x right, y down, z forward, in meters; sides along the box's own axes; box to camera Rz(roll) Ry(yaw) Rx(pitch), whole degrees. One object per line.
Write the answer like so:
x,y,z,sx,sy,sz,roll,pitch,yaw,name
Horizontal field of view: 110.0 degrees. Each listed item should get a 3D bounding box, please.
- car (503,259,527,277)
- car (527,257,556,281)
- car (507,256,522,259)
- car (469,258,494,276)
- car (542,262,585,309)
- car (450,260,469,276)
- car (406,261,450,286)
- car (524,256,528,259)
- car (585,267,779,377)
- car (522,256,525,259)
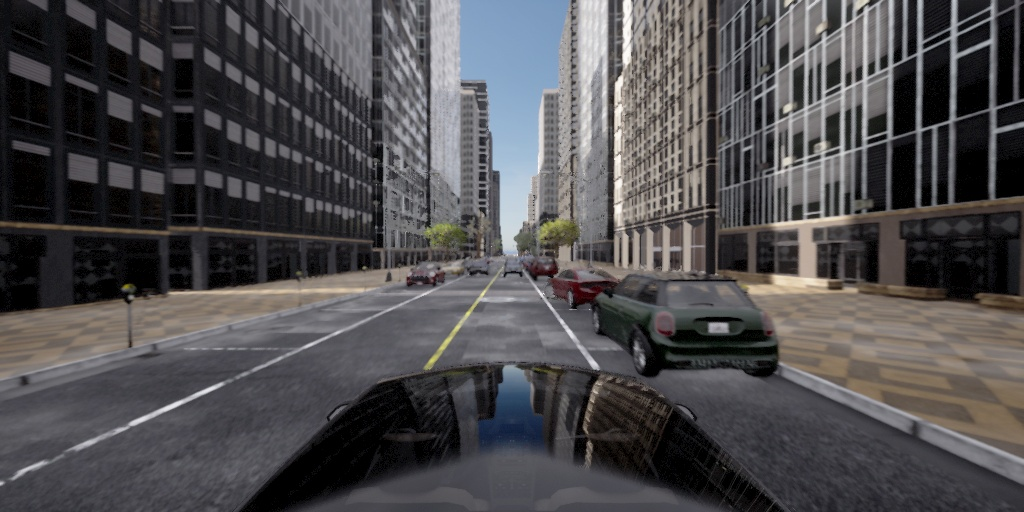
0.086,1.235,34.811,2.033,1.411,5.357,0,0,-1,car
2.683,1.013,29.832,2.192,1.841,5.009,0,0,0,car
0.028,1.014,48.348,2.097,1.767,4.553,0,0,2,car
-3.100,1.234,35.680,2.033,1.411,5.357,0,0,0,car
2.901,1.204,15.020,1.882,1.535,5.008,0,0,-9,car
-5.699,1.212,35.344,1.751,1.417,4.829,0,0,0,car
-5.696,1.148,24.146,1.967,1.591,4.097,0,0,0,car
2.682,1.002,35.516,2.192,1.841,5.009,0,0,0,car
3.113,1.092,7.531,2.097,1.767,4.553,0,0,0,car
2.679,1.106,46.883,1.967,1.591,4.097,0,0,0,car
